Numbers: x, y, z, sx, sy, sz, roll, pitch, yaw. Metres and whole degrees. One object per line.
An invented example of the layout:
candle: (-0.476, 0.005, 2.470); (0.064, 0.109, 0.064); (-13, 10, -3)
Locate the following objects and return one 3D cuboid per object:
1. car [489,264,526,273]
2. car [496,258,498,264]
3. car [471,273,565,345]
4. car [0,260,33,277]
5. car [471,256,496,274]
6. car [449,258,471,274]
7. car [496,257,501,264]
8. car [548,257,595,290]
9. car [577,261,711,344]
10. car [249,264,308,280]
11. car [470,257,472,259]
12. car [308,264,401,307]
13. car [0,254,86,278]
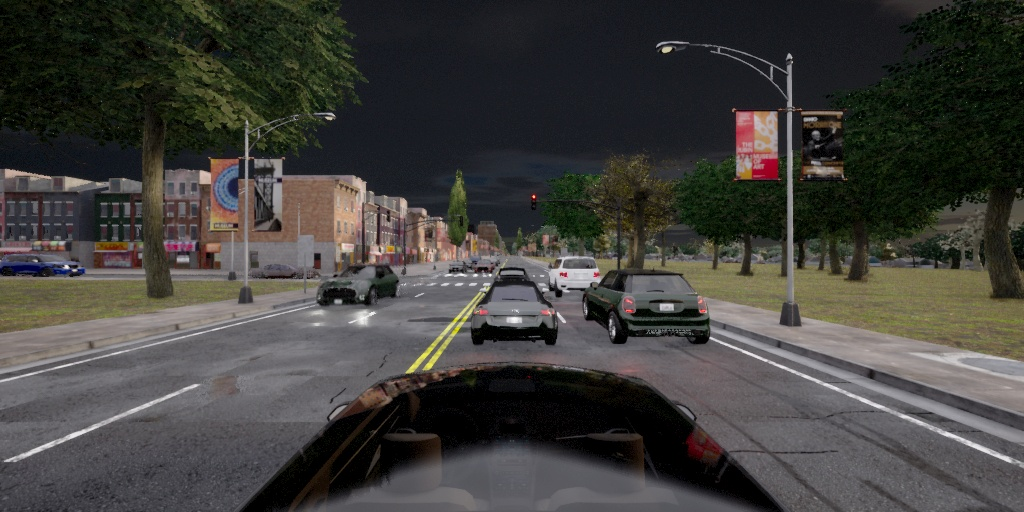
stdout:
car: (0.008, 1.331, 18.488); (1.837, 1.490, 4.892); (0, 0, 0)
car: (-3.456, 1.414, 53.535); (1.895, 1.301, 4.718); (0, 0, 0)
car: (0.058, 1.332, 9.576); (1.994, 1.385, 4.181); (0, 0, 0)
car: (-48.975, 1.118, 33.856); (5.008, 1.535, 1.882); (0, 0, 0)
car: (-3.441, 1.219, 44.543); (2.097, 1.767, 4.553); (0, 0, 0)
car: (-6.691, 1.371, 44.795); (1.837, 1.490, 4.892); (0, 0, 0)
car: (-3.442, 1.190, 65.148); (1.882, 1.535, 5.008); (0, 1, 1)
car: (3.257, 1.054, 19.487); (2.150, 2.045, 5.566); (0, 0, 0)
car: (3.310, 1.121, 9.774); (2.097, 1.767, 4.553); (0, 0, 0)
car: (-19.550, 1.381, 30.977); (5.357, 1.411, 2.033); (1, 0, -2)
car: (-6.706, 1.313, 54.192); (1.837, 1.490, 4.892); (0, 1, 0)
car: (-6.573, 1.159, 15.850); (2.097, 1.767, 4.553); (0, 0, 0)
car: (-40.551, 0.884, 30.982); (5.566, 2.045, 2.150); (0, 0, 0)
